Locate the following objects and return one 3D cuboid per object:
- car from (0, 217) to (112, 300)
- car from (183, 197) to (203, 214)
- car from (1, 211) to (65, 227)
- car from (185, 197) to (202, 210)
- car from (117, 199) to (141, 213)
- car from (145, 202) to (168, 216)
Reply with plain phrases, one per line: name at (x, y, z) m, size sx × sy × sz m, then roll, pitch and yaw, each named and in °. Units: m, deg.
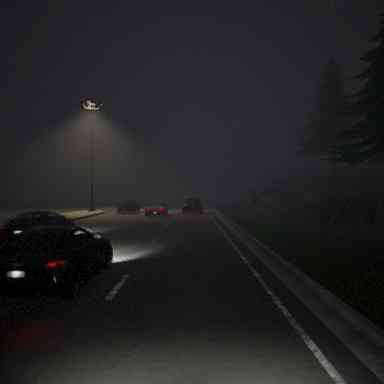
car at (-3.400, 1.564, 8.457) m, size 1.994 × 1.385 × 4.181 m, roll 0°, pitch 0°, yaw 0°
car at (0.101, 1.352, 35.367) m, size 2.097 × 1.767 × 4.553 m, roll 0°, pitch 0°, yaw 0°
car at (-6.898, 1.564, 15.180) m, size 1.994 × 1.385 × 4.181 m, roll 0°, pitch 0°, yaw 0°
car at (0.271, 1.491, 44.579) m, size 2.128 × 1.511 × 4.902 m, roll 0°, pitch 0°, yaw 2°
car at (-6.892, 1.526, 36.585) m, size 1.812 × 1.442 × 4.674 m, roll 0°, pitch 0°, yaw 0°
car at (-3.397, 1.600, 32.774) m, size 1.895 × 1.301 × 4.718 m, roll 0°, pitch 0°, yaw 0°
